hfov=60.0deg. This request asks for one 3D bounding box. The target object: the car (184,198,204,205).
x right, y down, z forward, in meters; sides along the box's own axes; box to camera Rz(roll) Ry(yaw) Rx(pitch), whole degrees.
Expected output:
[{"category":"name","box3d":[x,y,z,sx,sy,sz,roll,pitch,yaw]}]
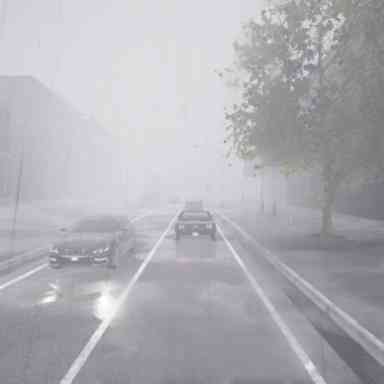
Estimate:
[{"category":"car","box3d":[0.229,1.320,35.249,1.882,1.535,5.008,0,0,0]}]

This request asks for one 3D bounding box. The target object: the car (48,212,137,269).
[{"category":"car","box3d":[-3.061,1.486,11.113,1.837,1.490,4.892,0,0,0]}]

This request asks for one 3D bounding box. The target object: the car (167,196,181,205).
[{"category":"car","box3d":[-2.856,1.340,54.386,1.994,1.385,4.181,0,0,1]}]

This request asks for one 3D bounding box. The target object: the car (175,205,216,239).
[{"category":"car","box3d":[0.161,1.555,16.943,1.895,1.301,4.718,0,0,0]}]
